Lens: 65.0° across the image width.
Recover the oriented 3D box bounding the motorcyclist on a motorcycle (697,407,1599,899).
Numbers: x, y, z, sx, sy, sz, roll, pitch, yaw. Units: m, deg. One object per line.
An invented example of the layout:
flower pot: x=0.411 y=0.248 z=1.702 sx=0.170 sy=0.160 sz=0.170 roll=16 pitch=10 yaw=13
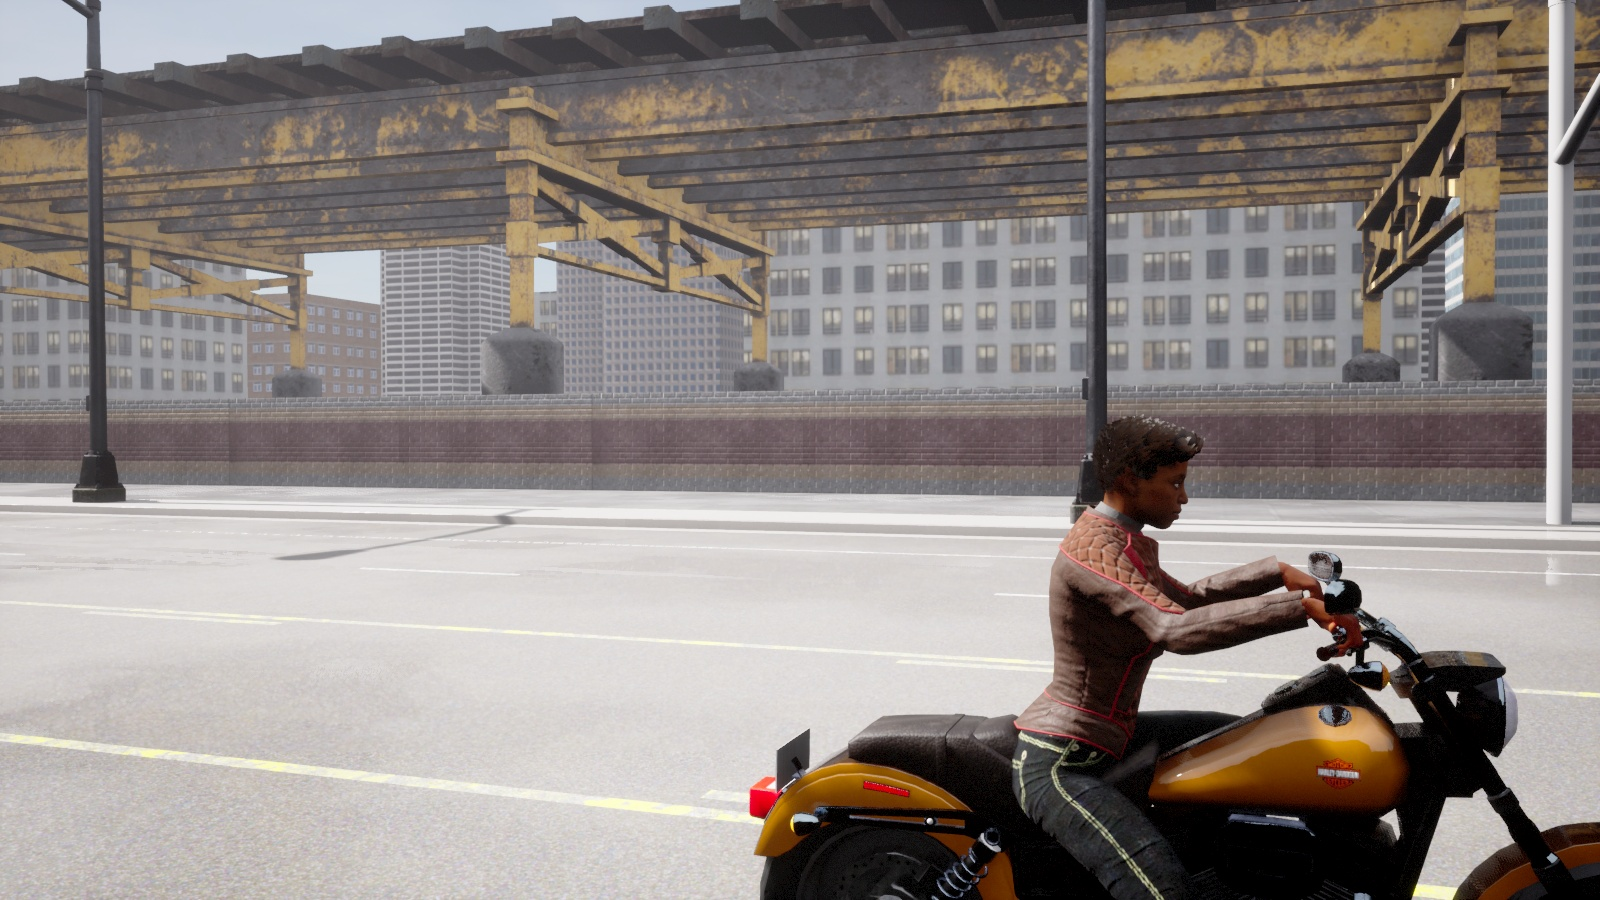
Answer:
motorcyclist on a motorcycle: x=0.997 y=0.734 z=2.890 sx=2.350 sy=1.649 sz=0.766 roll=1 pitch=1 yaw=20
